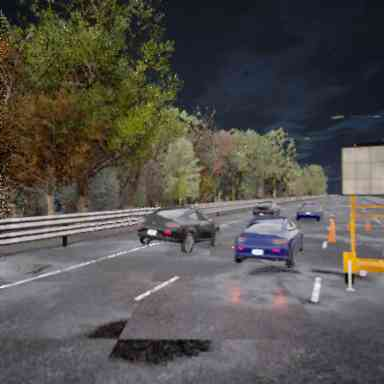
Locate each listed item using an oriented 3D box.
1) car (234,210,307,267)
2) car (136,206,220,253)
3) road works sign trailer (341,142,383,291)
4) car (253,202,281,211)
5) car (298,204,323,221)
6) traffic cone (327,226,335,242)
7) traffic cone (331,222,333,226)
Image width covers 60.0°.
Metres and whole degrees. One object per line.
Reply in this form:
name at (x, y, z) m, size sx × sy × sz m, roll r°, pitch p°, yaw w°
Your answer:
car at (2.808, 1.584, 11.738) m, size 1.812 × 1.442 × 4.674 m, roll 0°, pitch 0°, yaw 23°
car at (-0.346, 1.283, 12.716) m, size 1.812 × 1.442 × 4.674 m, roll 7°, pitch -2°, yaw 23°
road works sign trailer at (5.147, 0.500, 8.592) m, size 2.380 × 3.560 × 2.880 m, roll 0°, pitch 0°, yaw 24°
car at (6.654, 1.646, 29.412) m, size 1.837 × 1.490 × 4.892 m, roll 0°, pitch 0°, yaw 23°
car at (10.242, 1.692, 28.868) m, size 1.994 × 1.385 × 4.181 m, roll 0°, pitch 0°, yaw 24°
traffic cone at (6.543, 2.025, 15.611) m, size 0.340 × 0.580 × 0.340 m, roll 0°, pitch 0°, yaw 23°
traffic cone at (7.332, 2.033, 17.449) m, size 0.340 × 0.580 × 0.340 m, roll 0°, pitch 0°, yaw 23°
